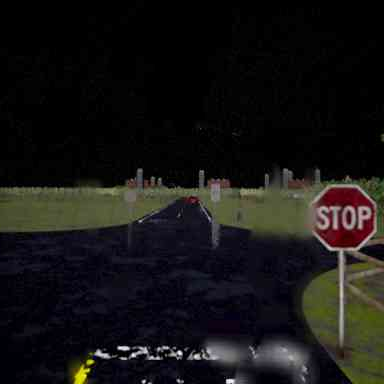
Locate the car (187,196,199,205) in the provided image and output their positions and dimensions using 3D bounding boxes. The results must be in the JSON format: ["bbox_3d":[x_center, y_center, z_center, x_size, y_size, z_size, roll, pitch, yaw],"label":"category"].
[{"bbox_3d":[0.220,1.497,59.984,1.882,1.535,5.008,0,0,0],"label":"car"}]
